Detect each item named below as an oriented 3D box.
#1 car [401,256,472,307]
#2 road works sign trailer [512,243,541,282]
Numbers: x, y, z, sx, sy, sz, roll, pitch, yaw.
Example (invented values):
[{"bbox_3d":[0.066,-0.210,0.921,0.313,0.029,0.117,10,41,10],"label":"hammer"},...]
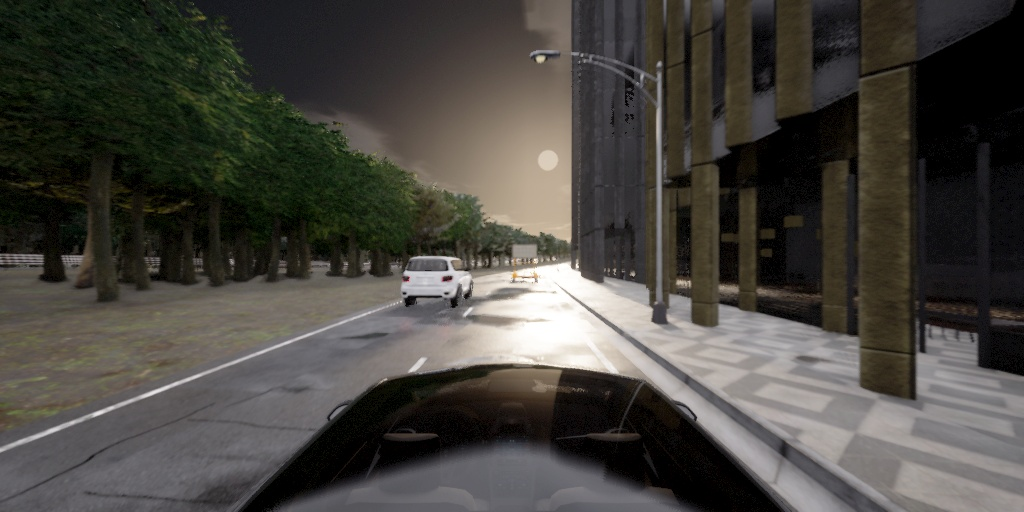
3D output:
[{"bbox_3d":[-3.154,1.043,16.033,2.150,2.045,5.566,0,-1,2],"label":"car"},{"bbox_3d":[1.154,0.580,33.280,2.380,3.560,2.880,0,0,-2],"label":"road works sign trailer"}]
